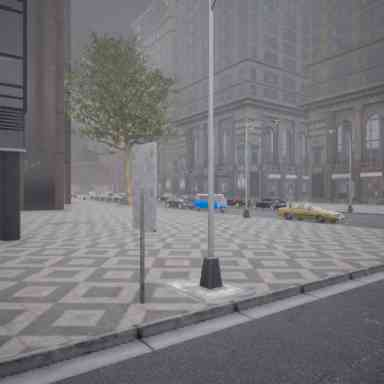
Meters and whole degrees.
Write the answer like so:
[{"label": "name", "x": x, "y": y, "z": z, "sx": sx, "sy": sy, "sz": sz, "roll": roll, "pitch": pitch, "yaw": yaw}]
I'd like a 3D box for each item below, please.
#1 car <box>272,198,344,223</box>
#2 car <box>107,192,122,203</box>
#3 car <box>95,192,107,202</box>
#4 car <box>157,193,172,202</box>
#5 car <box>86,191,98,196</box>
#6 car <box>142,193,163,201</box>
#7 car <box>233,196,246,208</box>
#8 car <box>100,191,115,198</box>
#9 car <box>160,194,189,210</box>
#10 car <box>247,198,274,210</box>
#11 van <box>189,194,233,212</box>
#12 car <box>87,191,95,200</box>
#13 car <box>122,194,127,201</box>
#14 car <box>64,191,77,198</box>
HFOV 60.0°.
[{"label": "car", "x": 8.359, "y": 1.398, "z": 23.803, "sx": 1.752, "sy": 1.417, "sz": 4.829, "roll": 1, "pitch": 0, "yaw": -35}, {"label": "car", "x": -11.069, "y": 0.992, "z": 51.562, "sx": 2.008, "sy": 1.369, "sz": 4.403, "roll": 1, "pitch": 0, "yaw": -35}, {"label": "car", "x": -14.291, "y": 0.911, "z": 56.164, "sx": 2.008, "sy": 1.369, "sz": 4.403, "roll": 1, "pitch": 0, "yaw": -35}, {"label": "car", "x": -4.087, "y": 0.881, "z": 56.457, "sx": 1.967, "sy": 1.590, "sz": 4.097, "roll": 1, "pitch": 0, "yaw": -35}, {"label": "car", "x": -26.639, "y": 0.472, "z": 88.666, "sx": 1.802, "sy": 1.307, "sz": 4.206, "roll": 1, "pitch": 0, "yaw": -35}, {"label": "car", "x": -7.311, "y": 0.910, "z": 61.058, "sx": 2.008, "sy": 1.369, "sz": 4.403, "roll": 1, "pitch": 0, "yaw": -35}, {"label": "car", "x": 5.576, "y": 1.224, "z": 42.649, "sx": 1.887, "sy": 1.381, "sz": 4.507, "roll": 1, "pitch": 0, "yaw": -35}, {"label": "car", "x": -20.196, "y": 0.588, "z": 79.463, "sx": 1.887, "sy": 1.381, "sz": 4.507, "roll": 1, "pitch": 0, "yaw": -35}, {"label": "car", "x": -1.404, "y": 1.230, "z": 37.753, "sx": 2.008, "sy": 1.369, "sz": 4.403, "roll": 1, "pitch": 0, "yaw": -35}, {"label": "car", "x": 8.796, "y": 1.315, "z": 38.048, "sx": 1.947, "sy": 1.339, "sz": 4.313, "roll": 1, "pitch": 0, "yaw": -35}, {"label": "van", "x": 1.819, "y": 1.091, "z": 33.150, "sx": 1.690, "sy": 1.788, "sz": 3.998, "roll": 1, "pitch": 0, "yaw": -35}, {"label": "car", "x": -17.512, "y": 0.830, "z": 60.766, "sx": 2.008, "sy": 1.369, "sz": 4.403, "roll": 1, "pitch": 0, "yaw": -35}, {"label": "car", "x": -7.751, "y": 1.051, "z": 46.821, "sx": 1.752, "sy": 1.417, "sz": 4.829, "roll": 1, "pitch": 0, "yaw": -35}, {"label": "car", "x": -27.175, "y": 0.484, "z": 74.570, "sx": 1.967, "sy": 1.590, "sz": 4.097, "roll": 1, "pitch": 0, "yaw": -35}]
